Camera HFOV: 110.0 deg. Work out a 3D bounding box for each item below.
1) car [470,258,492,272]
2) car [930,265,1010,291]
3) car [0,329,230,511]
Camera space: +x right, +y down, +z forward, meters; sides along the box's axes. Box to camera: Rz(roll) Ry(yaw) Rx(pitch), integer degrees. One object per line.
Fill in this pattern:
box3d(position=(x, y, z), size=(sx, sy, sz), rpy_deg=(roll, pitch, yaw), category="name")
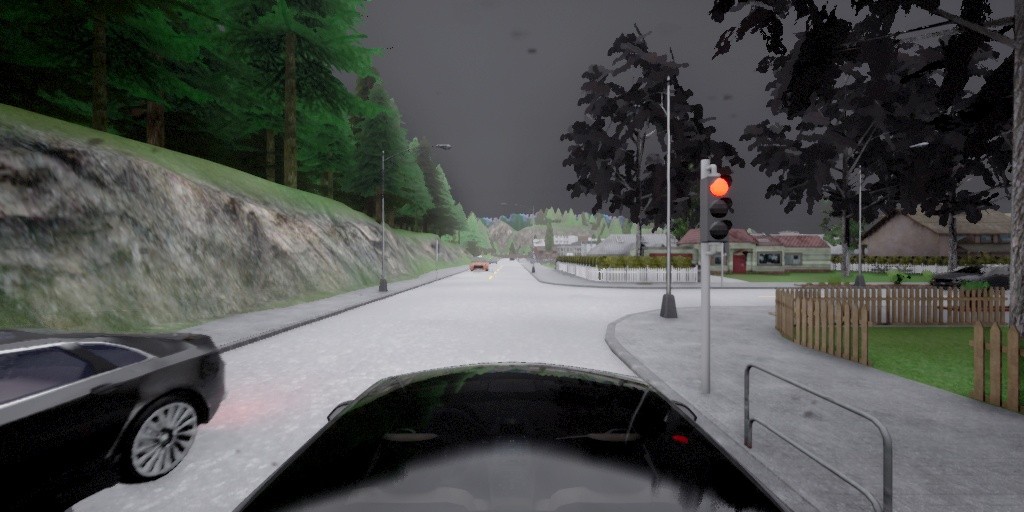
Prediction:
box3d(position=(-4.004, 1.043, 44.879), size=(2.097, 1.767, 4.553), rpy_deg=(0, 0, 0), category="car")
box3d(position=(26.058, 1.251, 19.678), size=(4.892, 1.490, 1.837), rpy_deg=(0, 0, 0), category="car")
box3d(position=(-4.004, 1.297, 1.836), size=(2.128, 1.511, 4.902), rpy_deg=(0, 1, 0), category="car")
